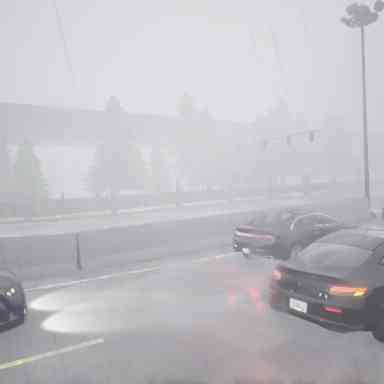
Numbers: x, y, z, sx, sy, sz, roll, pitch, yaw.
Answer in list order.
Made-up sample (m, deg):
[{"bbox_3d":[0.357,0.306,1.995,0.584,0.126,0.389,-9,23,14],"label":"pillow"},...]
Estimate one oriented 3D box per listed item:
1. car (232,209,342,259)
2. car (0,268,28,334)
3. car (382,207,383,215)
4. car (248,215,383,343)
[{"bbox_3d":[3.457,1.305,10.557,4.902,1.511,2.128,-3,2,-36],"label":"car"},{"bbox_3d":[-4.673,1.563,4.718,4.181,1.385,1.994,0,0,-36],"label":"car"},{"bbox_3d":[10.947,0.821,15.953,4.892,1.490,1.837,-4,2,-36],"label":"car"},{"bbox_3d":[3.414,1.426,6.213,4.674,1.442,1.812,-2,1,-36],"label":"car"}]
